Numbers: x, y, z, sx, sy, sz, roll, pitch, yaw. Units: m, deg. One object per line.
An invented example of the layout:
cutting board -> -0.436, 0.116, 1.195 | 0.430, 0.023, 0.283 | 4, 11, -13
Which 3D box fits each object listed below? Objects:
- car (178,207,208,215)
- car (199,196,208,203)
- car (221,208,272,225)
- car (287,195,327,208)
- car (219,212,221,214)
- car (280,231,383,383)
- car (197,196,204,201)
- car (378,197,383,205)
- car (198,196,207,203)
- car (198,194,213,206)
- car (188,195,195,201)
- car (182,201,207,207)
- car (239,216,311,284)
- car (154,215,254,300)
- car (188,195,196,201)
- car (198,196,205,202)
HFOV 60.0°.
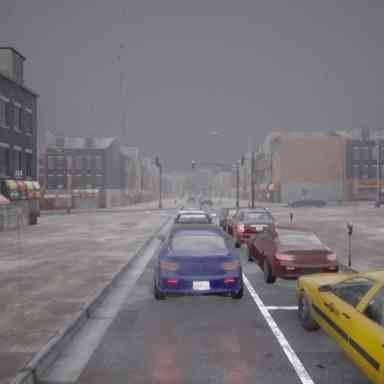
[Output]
car -> 0.056, 1.607, 15.754 | 1.895, 1.301, 4.718 | 0, 0, 0
car -> 2.487, 1.645, 73.807 | 1.967, 1.590, 4.097 | -1, 0, 0
car -> 2.606, 1.446, 14.791 | 1.967, 1.590, 4.097 | 0, 0, 0
car -> 14.065, 1.143, 40.788 | 4.674, 1.442, 1.812 | -1, 0, 1
car -> 2.596, 1.594, 20.257 | 1.802, 1.307, 4.206 | 0, 0, 0
car -> 2.628, 1.525, 4.027 | 1.752, 1.417, 4.829 | 0, 0, 0
car -> 2.444, 1.856, 95.586 | 1.752, 1.417, 4.829 | -1, 0, 0
car -> 25.499, 0.825, 40.836 | 4.892, 1.490, 1.837 | -2, 0, -1
car -> 2.476, 1.674, 79.210 | 1.967, 1.590, 4.097 | -1, 0, 0
car -> 2.519, 1.567, 57.601 | 1.967, 1.590, 4.097 | -1, 0, 0
car -> -0.180, 1.671, 93.072 | 1.812, 1.442, 4.674 | 0, 0, 0
car -> -0.023, 1.622, 25.845 | 1.895, 1.301, 4.718 | 0, 0, 0
car -> 2.617, 1.584, 9.325 | 1.802, 1.307, 4.206 | 0, 0, 0
car -> 0.088, 1.527, 8.320 | 1.812, 1.442, 4.674 | 0, 0, -2
car -> -0.160, 1.745, 82.651 | 1.837, 1.490, 4.892 | 0, 0, 0
car -> 2.455, 1.823, 90.184 | 1.752, 1.417, 4.829 | -1, 0, 0
